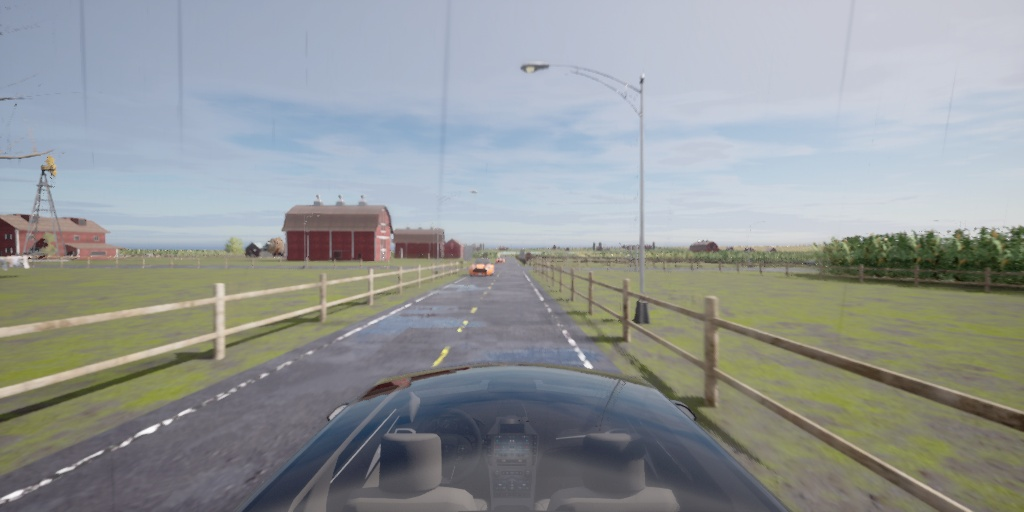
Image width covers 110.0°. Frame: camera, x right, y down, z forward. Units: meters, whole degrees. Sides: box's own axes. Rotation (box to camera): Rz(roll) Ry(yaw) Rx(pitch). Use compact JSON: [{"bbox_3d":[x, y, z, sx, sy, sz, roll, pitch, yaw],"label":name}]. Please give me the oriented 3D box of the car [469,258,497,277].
[{"bbox_3d":[-2.818,1.023,34.132,2.097,1.767,4.553,0,0,0],"label":"car"}]
